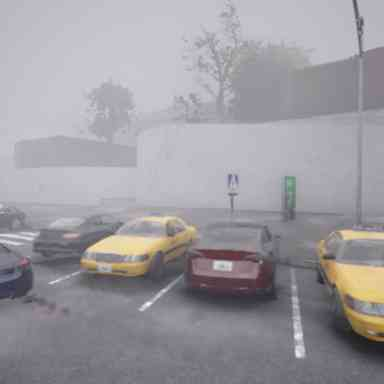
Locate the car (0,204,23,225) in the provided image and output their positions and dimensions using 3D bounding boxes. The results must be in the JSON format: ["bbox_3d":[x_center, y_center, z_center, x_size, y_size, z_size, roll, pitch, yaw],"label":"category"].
[{"bbox_3d":[-10.918,1.363,17.281,2.231,1.521,4.892,1,0,15],"label":"car"}]

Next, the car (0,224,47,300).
[{"bbox_3d":[-5.262,1.496,7.130,4.181,1.385,1.994,1,0,36],"label":"car"}]

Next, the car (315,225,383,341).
[{"bbox_3d":[3.594,1.480,6.706,1.946,1.575,5.366,1,0,16],"label":"car"}]

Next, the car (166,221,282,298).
[{"bbox_3d":[1.217,1.490,8.647,2.163,1.488,4.792,0,0,15],"label":"car"}]

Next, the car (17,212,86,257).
[{"bbox_3d":[-3.647,1.453,12.078,2.002,1.452,4.674,0,-1,15],"label":"car"}]

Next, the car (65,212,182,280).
[{"bbox_3d":[-1.263,1.430,10.171,1.946,1.575,5.366,1,0,15],"label":"car"}]
